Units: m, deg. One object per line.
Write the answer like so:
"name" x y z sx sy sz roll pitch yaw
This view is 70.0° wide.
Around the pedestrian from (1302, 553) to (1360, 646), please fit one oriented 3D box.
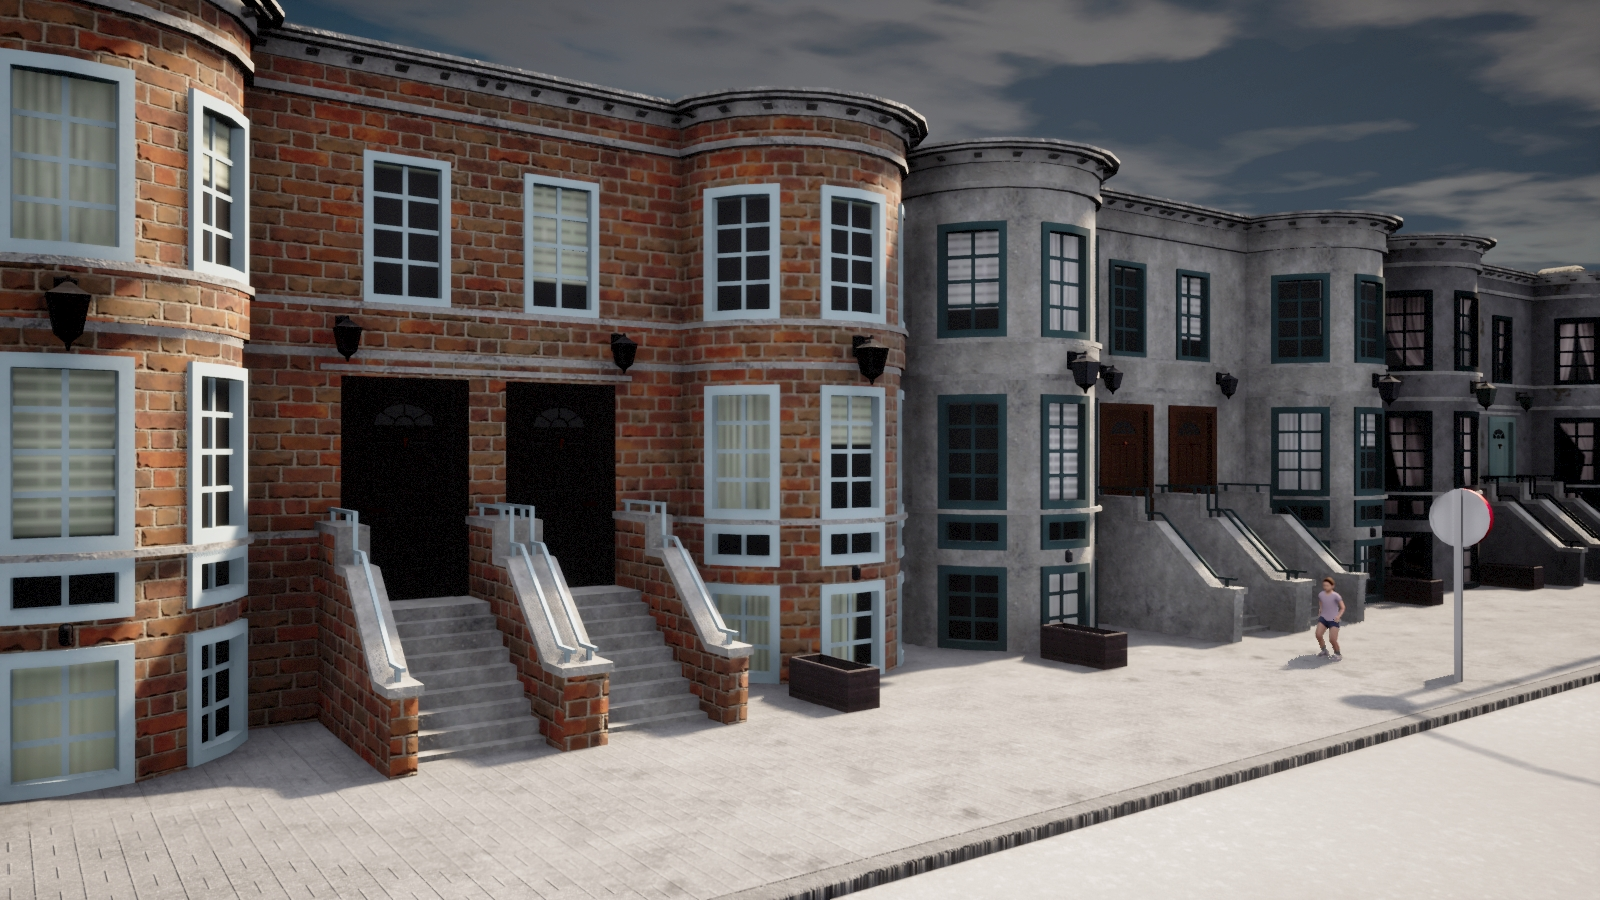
"pedestrian" 6.810 1.904 14.661 0.500 1.100 0.500 0 0 -37
